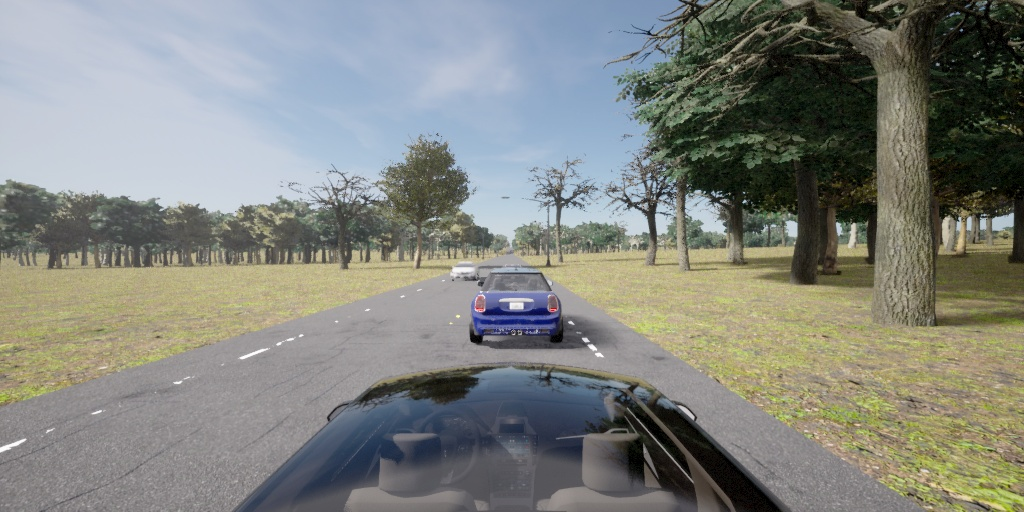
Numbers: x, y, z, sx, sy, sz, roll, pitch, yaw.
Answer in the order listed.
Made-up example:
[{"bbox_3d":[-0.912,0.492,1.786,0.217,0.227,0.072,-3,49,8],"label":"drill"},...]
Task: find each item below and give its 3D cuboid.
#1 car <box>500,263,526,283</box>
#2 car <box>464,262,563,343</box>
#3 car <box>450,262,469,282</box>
[{"bbox_3d":[0.068,1.256,27.922,1.895,1.301,4.718,0,0,0],"label":"car"},{"bbox_3d":[0.088,1.085,9.819,2.097,1.767,4.553,0,0,0],"label":"car"},{"bbox_3d":[-3.634,1.179,28.278,1.812,1.442,4.674,0,0,0],"label":"car"}]
